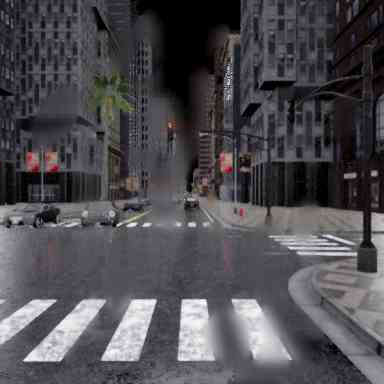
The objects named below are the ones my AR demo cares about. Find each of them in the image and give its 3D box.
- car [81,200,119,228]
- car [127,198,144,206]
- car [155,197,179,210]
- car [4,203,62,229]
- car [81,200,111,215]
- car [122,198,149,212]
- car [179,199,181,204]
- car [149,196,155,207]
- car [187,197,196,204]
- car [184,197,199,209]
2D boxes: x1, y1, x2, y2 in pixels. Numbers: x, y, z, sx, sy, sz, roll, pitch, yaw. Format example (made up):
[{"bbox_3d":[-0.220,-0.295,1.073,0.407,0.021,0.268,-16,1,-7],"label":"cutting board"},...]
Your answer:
[{"bbox_3d":[-5.990,1.339,22.053,2.097,1.767,4.553,0,0,-10],"label":"car"},{"bbox_3d":[-9.966,1.704,58.824,2.033,1.411,5.357,0,0,0],"label":"car"},{"bbox_3d":[-3.271,1.412,44.363,2.097,1.767,4.553,0,0,0],"label":"car"},{"bbox_3d":[-9.908,1.463,21.090,2.128,1.511,4.902,0,-1,0],"label":"car"},{"bbox_3d":[-9.944,1.584,34.760,1.994,1.385,4.181,0,0,0],"label":"car"},{"bbox_3d":[-6.705,1.583,38.634,2.033,1.411,5.357,0,0,0],"label":"car"},{"bbox_3d":[-3.364,1.804,68.581,1.994,1.385,4.181,0,-1,0],"label":"car"},{"bbox_3d":[-6.728,1.683,54.220,1.994,1.385,4.181,0,0,0],"label":"car"},{"bbox_3d":[-0.122,1.786,70.830,1.812,1.442,4.674,0,-1,0],"label":"car"},{"bbox_3d":[-0.026,1.548,46.182,1.882,1.535,5.008,0,0,0],"label":"car"}]
